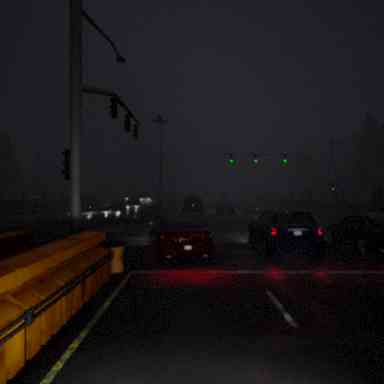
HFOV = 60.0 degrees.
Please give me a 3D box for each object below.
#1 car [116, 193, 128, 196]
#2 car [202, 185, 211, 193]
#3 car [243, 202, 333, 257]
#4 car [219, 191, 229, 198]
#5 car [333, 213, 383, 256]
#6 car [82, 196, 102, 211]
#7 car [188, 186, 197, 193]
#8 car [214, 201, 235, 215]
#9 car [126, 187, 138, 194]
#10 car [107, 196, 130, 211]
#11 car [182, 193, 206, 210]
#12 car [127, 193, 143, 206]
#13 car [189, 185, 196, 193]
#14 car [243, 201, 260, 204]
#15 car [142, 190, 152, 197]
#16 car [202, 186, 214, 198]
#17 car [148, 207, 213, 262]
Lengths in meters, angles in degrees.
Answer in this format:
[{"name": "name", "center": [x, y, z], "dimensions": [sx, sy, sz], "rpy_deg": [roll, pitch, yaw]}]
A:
[{"name": "car", "center": [-13.976, 1.434, 62.386], "dimensions": [1.837, 1.490, 4.892], "rpy_deg": [0, 3, 1]}, {"name": "car", "center": [3.664, -0.793, 84.014], "dimensions": [2.128, 1.511, 4.902], "rpy_deg": [0, 7, 0]}, {"name": "car", "center": [3.598, 1.442, 13.434], "dimensions": [2.097, 1.767, 4.553], "rpy_deg": [0, -1, 0]}, {"name": "car", "center": [7.109, 0.466, 74.386], "dimensions": [1.994, 1.385, 4.181], "rpy_deg": [0, 6, 0]}, {"name": "car", "center": [7.099, 1.599, 13.484], "dimensions": [1.837, 1.490, 4.892], "rpy_deg": [0, 0, 0]}, {"name": "car", "center": [-14.071, 1.523, 45.631], "dimensions": [2.150, 2.045, 5.566], "rpy_deg": [0, 0, 1]}, {"name": "car", "center": [0.106, 0.313, 73.960], "dimensions": [2.097, 1.767, 4.553], "rpy_deg": [0, 6, 0]}, {"name": "car", "center": [3.608, 1.742, 37.192], "dimensions": [2.128, 1.511, 4.902], "rpy_deg": [0, 0, 0]}, {"name": "car", "center": [-13.874, -0.237, 77.381], "dimensions": [2.097, 1.767, 4.553], "rpy_deg": [0, 6, 0]}, {"name": "car", "center": [-10.563, 1.785, 46.740], "dimensions": [1.882, 1.535, 5.008], "rpy_deg": [0, 0, 0]}, {"name": "car", "center": [0.109, 1.467, 36.333], "dimensions": [2.150, 2.045, 5.566], "rpy_deg": [0, 0, 0]}, {"name": "car", "center": [-10.514, 1.585, 59.912], "dimensions": [1.812, 1.442, 4.674], "rpy_deg": [0, 3, 1]}, {"name": "car", "center": [0.164, -0.840, 84.029], "dimensions": [1.882, 1.535, 5.008], "rpy_deg": [0, 7, 0]}, {"name": "car", "center": [7.110, 1.739, 38.801], "dimensions": [1.882, 1.535, 5.008], "rpy_deg": [0, 0, 0]}, {"name": "car", "center": [-10.383, 0.316, 75.840], "dimensions": [1.895, 1.301, 4.718], "rpy_deg": [0, 6, 0]}, {"name": "car", "center": [3.604, 0.216, 73.572], "dimensions": [2.150, 2.045, 5.566], "rpy_deg": [0, 6, 0]}, {"name": "car", "center": [-0.589, 1.564, 12.700], "dimensions": [1.882, 1.535, 5.008], "rpy_deg": [0, 0, -11]}]
